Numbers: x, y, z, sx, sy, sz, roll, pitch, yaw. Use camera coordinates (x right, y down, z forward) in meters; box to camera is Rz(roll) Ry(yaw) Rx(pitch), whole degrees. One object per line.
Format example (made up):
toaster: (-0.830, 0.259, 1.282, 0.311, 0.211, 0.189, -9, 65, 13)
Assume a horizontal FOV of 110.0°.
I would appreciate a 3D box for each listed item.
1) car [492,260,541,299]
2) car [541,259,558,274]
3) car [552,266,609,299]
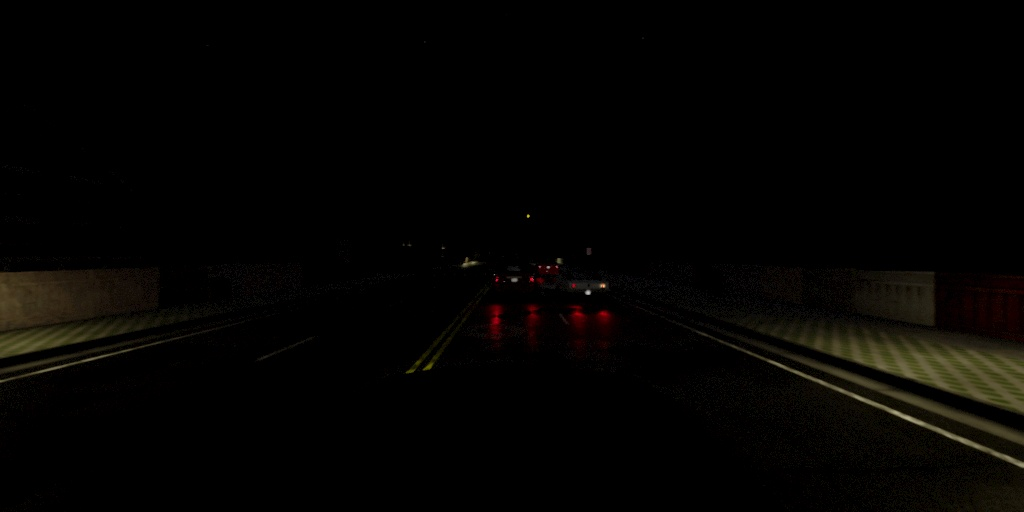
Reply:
car: (0.112, 1.090, 18.104, 2.097, 1.767, 4.553, 0, 0, 0)
car: (3.371, 1.073, 35.109, 2.097, 1.767, 4.553, 0, 0, 0)
car: (3.362, 1.338, 18.010, 1.895, 1.301, 4.718, 0, 0, 0)
